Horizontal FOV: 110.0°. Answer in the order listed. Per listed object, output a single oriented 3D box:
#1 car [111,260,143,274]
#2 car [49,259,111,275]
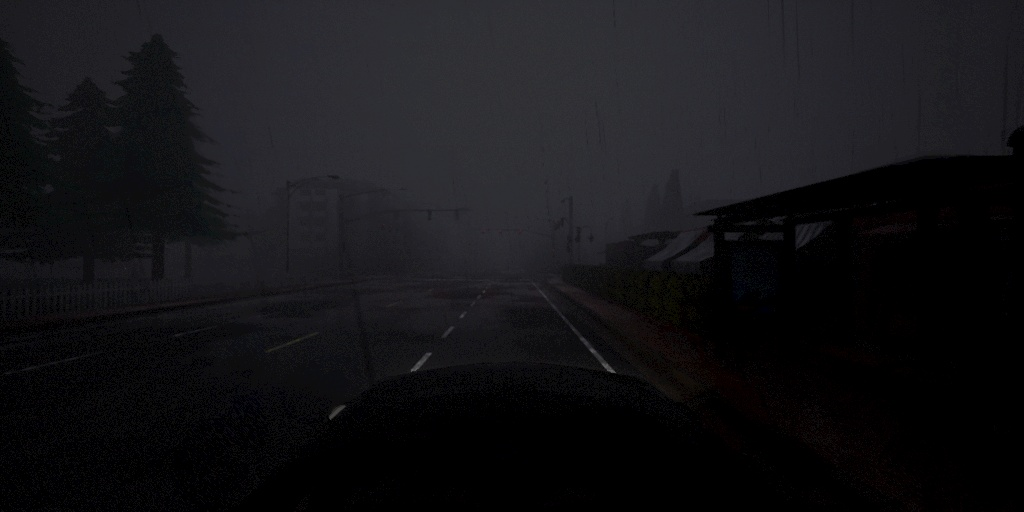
[{"bbox_3d":[-48.048,1.018,43.259,5.566,2.045,2.150,0,-1,1],"label":"car"},{"bbox_3d":[-48.168,1.260,39.759,4.892,1.490,1.837,0,-1,1],"label":"car"}]
